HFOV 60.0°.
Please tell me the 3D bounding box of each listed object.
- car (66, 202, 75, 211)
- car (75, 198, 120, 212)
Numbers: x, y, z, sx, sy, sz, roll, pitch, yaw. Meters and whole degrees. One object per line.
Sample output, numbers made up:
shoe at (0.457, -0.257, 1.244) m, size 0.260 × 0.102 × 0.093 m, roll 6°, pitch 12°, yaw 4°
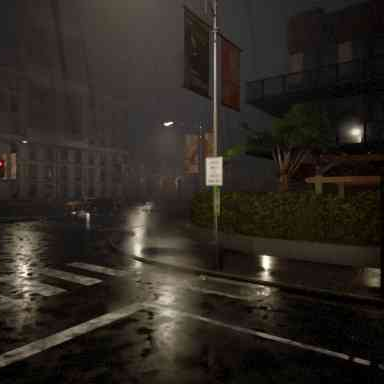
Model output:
car at (-13.024, 1.477, 40.851) m, size 1.882 × 1.535 × 5.008 m, roll 0°, pitch 0°, yaw 35°
car at (-10.527, 1.505, 38.309) m, size 1.837 × 1.490 × 4.892 m, roll 0°, pitch 0°, yaw 36°
